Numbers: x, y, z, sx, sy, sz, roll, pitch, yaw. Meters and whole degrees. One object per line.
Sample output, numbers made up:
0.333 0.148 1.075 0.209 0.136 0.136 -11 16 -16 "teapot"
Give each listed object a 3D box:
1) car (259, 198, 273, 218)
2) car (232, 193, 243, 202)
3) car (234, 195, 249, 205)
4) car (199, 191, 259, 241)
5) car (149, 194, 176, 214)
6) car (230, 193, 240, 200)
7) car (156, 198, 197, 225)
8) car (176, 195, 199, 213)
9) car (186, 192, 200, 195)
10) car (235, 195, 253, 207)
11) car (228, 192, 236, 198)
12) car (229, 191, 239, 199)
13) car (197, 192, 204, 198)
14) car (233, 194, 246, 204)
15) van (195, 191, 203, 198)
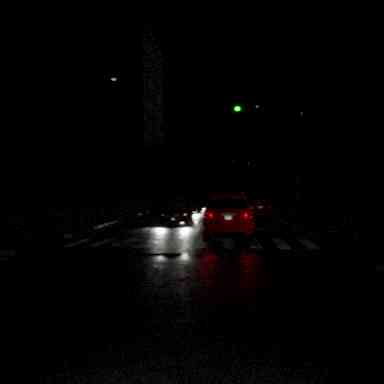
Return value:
5.241 1.181 26.442 1.967 1.590 4.097 -1 0 5 "car"
8.060 1.012 59.115 1.752 1.417 4.829 -1 0 5 "car"
7.112 1.116 48.112 1.887 1.381 4.507 -1 0 5 "car"
1.678 1.088 15.959 2.150 2.045 5.566 -1 1 5 "car"
-2.786 1.121 32.592 2.192 1.841 5.009 -1 0 5 "car"
8.995 0.929 69.950 1.752 1.417 4.829 -1 0 5 "car"
-0.961 1.375 22.705 1.812 1.442 4.674 -1 0 5 "car"
-0.087 1.334 32.681 1.994 1.385 4.181 -1 0 5 "car"
0.839 1.179 43.311 2.128 1.511 4.902 -1 0 5 "car"
6.645 1.164 42.694 2.008 1.369 4.403 -1 0 5 "car"
10.396 0.808 86.202 1.752 1.417 4.829 -1 0 5 "car"
9.444 0.679 75.197 2.192 1.841 5.009 -1 0 5 "car"
2.341 0.879 92.014 1.752 1.417 4.829 -1 0 5 "car"
7.579 1.074 53.529 1.887 1.381 4.507 -1 0 5 "car"
1.886 0.733 86.765 1.690 1.788 3.998 -1 0 5 "van"
